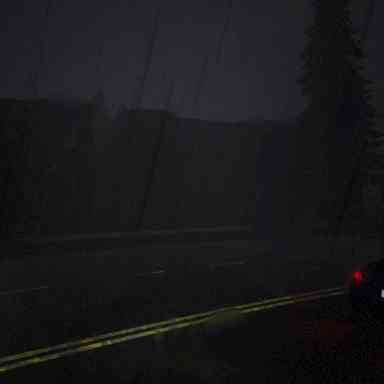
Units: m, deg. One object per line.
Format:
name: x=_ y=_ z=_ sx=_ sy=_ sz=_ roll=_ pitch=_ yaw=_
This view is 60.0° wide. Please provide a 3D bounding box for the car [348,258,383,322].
car: x=4.874 y=1.564 z=5.935 sx=4.181 sy=1.385 sz=1.994 roll=0 pitch=0 yaw=-25
